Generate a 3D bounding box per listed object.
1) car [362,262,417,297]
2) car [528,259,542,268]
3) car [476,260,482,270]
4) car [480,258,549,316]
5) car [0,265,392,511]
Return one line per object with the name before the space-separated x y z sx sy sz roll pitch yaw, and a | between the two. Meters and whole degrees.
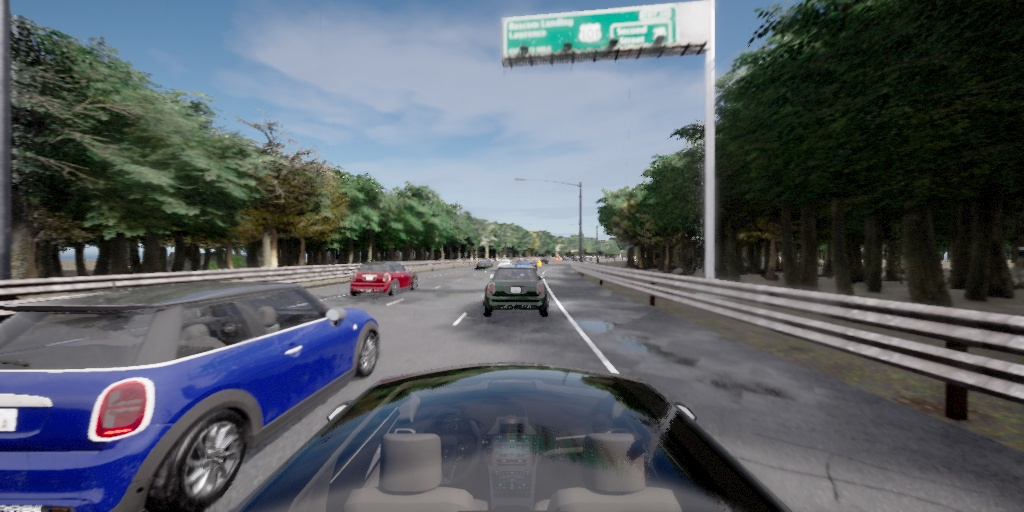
car | -6.569 1.074 18.887 2.097 1.767 4.553 1 0 2
car | 3.897 1.224 59.844 1.882 1.535 5.008 0 0 8
car | -3.949 1.296 52.932 1.994 1.385 4.181 0 0 7
car | 0.178 1.102 13.525 2.097 1.767 4.553 0 0 2
car | -3.380 1.095 4.474 2.097 1.767 4.553 0 0 0
